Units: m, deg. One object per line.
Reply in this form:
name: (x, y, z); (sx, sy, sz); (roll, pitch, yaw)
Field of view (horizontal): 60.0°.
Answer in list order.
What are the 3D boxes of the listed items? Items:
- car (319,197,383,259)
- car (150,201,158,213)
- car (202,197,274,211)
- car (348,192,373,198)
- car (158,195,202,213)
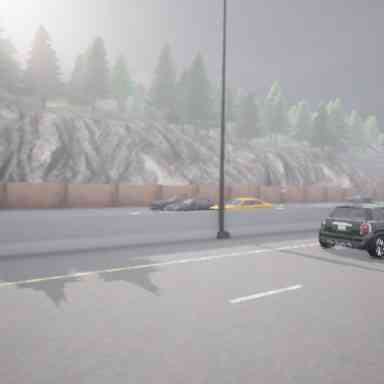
car: (6.871, 1.239, 12.372); (4.553, 1.767, 2.097); (0, 1, -32)
car: (-1.127, 1.002, 28.321); (5.008, 1.535, 1.882); (0, 1, -33)
car: (3.437, 1.150, 22.917); (5.008, 1.535, 1.882); (0, 1, -33)
car: (24.853, 0.898, 49.152); (4.553, 1.767, 2.097); (0, 1, -34)
car: (0.161, 1.118, 25.113); (4.674, 1.442, 1.812); (0, 1, -33)
